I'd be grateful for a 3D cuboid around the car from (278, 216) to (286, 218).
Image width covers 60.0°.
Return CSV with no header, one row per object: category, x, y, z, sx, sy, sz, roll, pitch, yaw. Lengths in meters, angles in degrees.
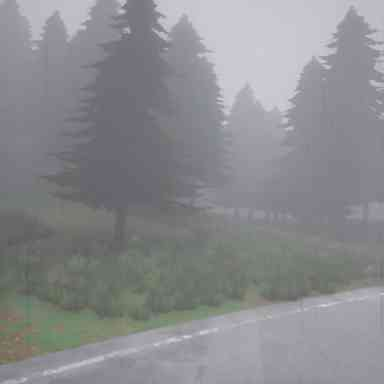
car,16.794,5.041,59.553,5.357,1.411,2.033,-4,-8,39
